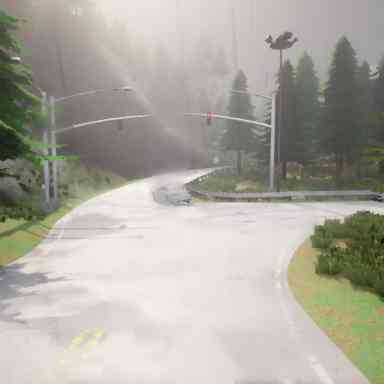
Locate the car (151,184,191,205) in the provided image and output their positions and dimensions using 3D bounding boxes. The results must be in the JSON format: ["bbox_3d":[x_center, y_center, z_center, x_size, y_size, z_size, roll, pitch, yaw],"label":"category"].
[{"bbox_3d":[-1.725,0.093,27.030,1.812,1.442,4.674,-7,9,-30],"label":"car"}]

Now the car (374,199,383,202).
[{"bbox_3d":[15.104,-0.213,22.996,5.566,2.045,2.150,-1,5,-11],"label":"car"}]
